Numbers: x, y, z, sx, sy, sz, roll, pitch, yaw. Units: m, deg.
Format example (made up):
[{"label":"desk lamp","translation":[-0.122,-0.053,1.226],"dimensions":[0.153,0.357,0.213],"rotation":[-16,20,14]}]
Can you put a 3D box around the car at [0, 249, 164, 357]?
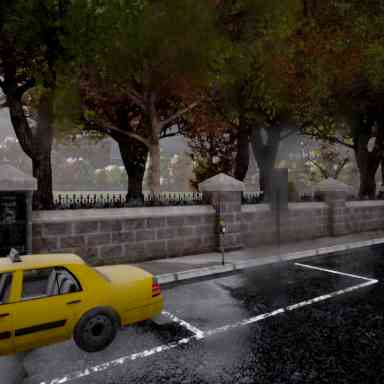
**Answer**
[{"label":"car","translation":[-2.749,1.525,4.598],"dimensions":[4.829,1.417,1.752],"rotation":[0,0,-35]}]
